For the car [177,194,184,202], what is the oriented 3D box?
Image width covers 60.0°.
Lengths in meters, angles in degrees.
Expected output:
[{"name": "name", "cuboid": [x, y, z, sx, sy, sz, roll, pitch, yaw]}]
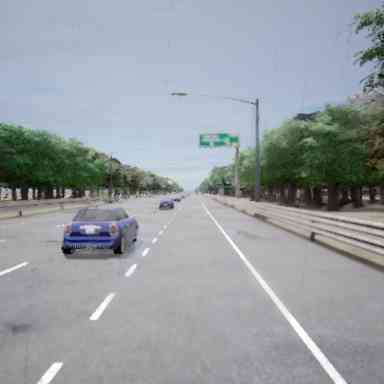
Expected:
[{"name": "car", "cuboid": [-3.275, 1.550, 74.352, 1.895, 1.301, 4.718, 0, 0, 0]}]

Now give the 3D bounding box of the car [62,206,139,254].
[{"name": "car", "cuboid": [-3.490, 1.354, 13.543, 2.097, 1.767, 4.553, 0, 0, 0]}]

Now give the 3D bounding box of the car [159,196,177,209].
[{"name": "car", "cuboid": [-3.395, 1.508, 45.115, 1.812, 1.442, 4.674, 0, 0, 0]}]
